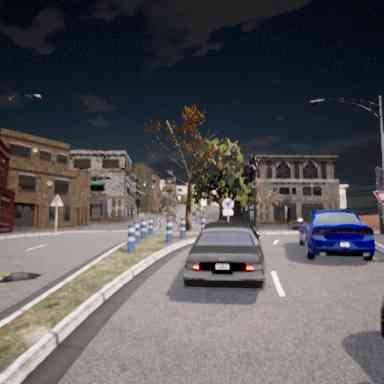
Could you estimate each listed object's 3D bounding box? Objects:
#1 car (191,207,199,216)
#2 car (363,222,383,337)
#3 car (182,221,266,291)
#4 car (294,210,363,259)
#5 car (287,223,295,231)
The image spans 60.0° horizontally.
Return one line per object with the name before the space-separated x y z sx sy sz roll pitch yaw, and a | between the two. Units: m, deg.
car | 0.135 5.877 93.217 2.128 1.511 4.902 -1 0 5
car | 3.565 1.342 2.754 2.097 1.767 4.553 0 1 4
car | 0.995 1.512 9.087 2.033 1.411 5.357 -1 0 9
car | 4.922 1.366 11.863 1.882 1.535 5.008 -2 -1 14
car | 13.030 3.986 38.808 1.994 1.385 4.181 3 -7 -22
